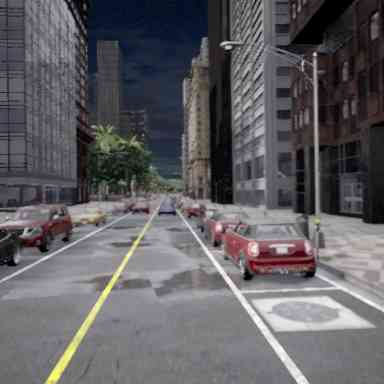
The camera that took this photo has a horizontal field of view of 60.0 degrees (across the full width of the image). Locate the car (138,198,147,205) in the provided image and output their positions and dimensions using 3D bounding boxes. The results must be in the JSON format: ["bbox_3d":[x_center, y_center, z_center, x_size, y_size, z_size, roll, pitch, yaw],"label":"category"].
[{"bbox_3d":[-11.897,2.237,79.826,1.967,1.590,4.097,-1,0,-4],"label":"car"}]

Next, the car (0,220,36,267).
[{"bbox_3d":[-6.416,1.735,9.502,1.947,1.339,4.313,-1,0,-4],"label":"car"}]

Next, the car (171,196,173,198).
[{"bbox_3d":[-3.400,1.984,80.474,2.192,1.841,5.009,-1,0,-4],"label":"car"}]

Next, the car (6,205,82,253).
[{"bbox_3d":[-6.842,1.530,14.913,2.192,1.841,5.009,-1,0,-4],"label":"car"}]

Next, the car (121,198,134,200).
[{"bbox_3d":[-9.371,1.812,47.370,2.192,1.841,5.009,-1,0,-4],"label":"car"}]

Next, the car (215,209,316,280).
[{"bbox_3d":[2.080,1.482,10.163,1.967,1.590,4.097,-1,0,-4],"label":"car"}]

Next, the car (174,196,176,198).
[{"bbox_3d":[-1.713,1.908,58.839,1.967,1.590,4.097,-1,0,-4],"label":"car"}]

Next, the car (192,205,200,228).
[{"bbox_3d":[1.240,1.715,20.979,1.802,1.307,4.206,-1,0,-4],"label":"car"}]

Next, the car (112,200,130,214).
[{"bbox_3d":[-8.945,2.030,41.959,1.802,1.307,4.206,-1,0,-4],"label":"car"}]

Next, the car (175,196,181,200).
[{"bbox_3d":[-1.291,1.858,53.430,1.967,1.590,4.097,-1,0,-4],"label":"car"}]

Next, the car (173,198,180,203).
[{"bbox_3d":[-4.237,2.334,91.289,1.947,1.339,4.313,-1,0,-4],"label":"car"}]

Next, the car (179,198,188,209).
[{"bbox_3d":[-0.460,1.847,42.783,1.752,1.417,4.829,-1,0,-4],"label":"car"}]

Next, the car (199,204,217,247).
[{"bbox_3d":[1.659,1.527,15.572,1.967,1.590,4.097,-1,0,-4],"label":"car"}]

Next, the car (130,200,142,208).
[{"bbox_3d":[-10.631,2.191,63.596,1.887,1.381,4.507,-1,0,-4],"label":"car"}]

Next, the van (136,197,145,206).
[{"bbox_3d":[-11.478,2.088,74.417,1.690,1.788,3.998,-1,0,-4],"label":"van"}]

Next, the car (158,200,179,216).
[{"bbox_3d":[-2.714,1.874,36.599,1.994,1.385,4.181,-1,0,-4],"label":"car"}]

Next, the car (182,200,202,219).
[{"bbox_3d":[0.396,1.770,31.796,1.887,1.381,4.507,-1,0,-4],"label":"car"}]

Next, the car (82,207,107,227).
[{"bbox_3d":[-7.668,1.830,25.561,1.752,1.417,4.829,-1,0,-4],"label":"car"}]

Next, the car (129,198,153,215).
[{"bbox_3d":[-6.018,1.865,39.979,1.882,1.535,5.008,-1,0,-4],"label":"car"}]

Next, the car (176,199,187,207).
[{"bbox_3d":[-2.133,2.063,64.247,1.887,1.381,4.507,-1,0,-4],"label":"car"}]

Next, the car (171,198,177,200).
[{"bbox_3d":[-3.557,1.952,47.090,2.033,1.411,5.357,-1,0,-4],"label":"car"}]
